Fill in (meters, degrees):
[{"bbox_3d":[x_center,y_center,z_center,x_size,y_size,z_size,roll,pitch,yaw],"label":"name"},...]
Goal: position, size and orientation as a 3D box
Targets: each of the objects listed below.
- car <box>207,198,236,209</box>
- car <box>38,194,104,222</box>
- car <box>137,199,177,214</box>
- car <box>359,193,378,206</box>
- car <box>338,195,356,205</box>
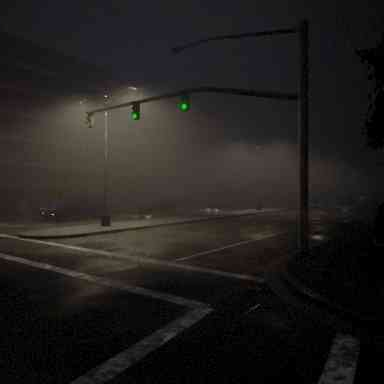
[{"bbox_3d":[4.191,1.546,46.056,2.033,1.411,5.357,0,0,36],"label":"car"},{"bbox_3d":[-9.535,1.222,27.117,2.150,2.045,5.566,0,0,36],"label":"car"},{"bbox_3d":[-3.631,1.478,35.267,1.882,1.535,5.008,0,0,36],"label":"car"},{"bbox_3d":[28.722,1.221,54.039,2.150,2.045,5.566,0,0,36],"label":"car"},{"bbox_3d":[26.656,1.352,57.153,2.097,1.767,4.553,0,0,36],"label":"car"}]
